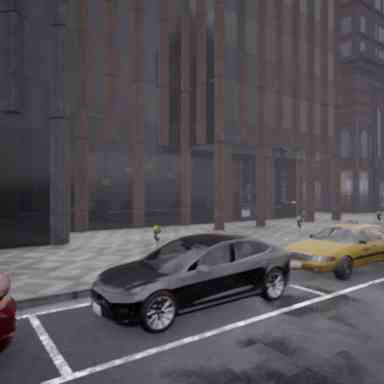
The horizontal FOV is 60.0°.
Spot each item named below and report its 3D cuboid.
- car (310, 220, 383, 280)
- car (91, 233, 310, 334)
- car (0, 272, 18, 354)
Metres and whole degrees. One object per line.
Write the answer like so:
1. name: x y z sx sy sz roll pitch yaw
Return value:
1. car: 4.649 1.544 9.963 4.829 1.417 1.752 0 0 -35
2. car: 0.198 1.573 6.790 4.313 1.339 1.947 0 0 -35
3. car: -4.391 1.541 3.518 4.507 1.381 1.887 0 0 -35
